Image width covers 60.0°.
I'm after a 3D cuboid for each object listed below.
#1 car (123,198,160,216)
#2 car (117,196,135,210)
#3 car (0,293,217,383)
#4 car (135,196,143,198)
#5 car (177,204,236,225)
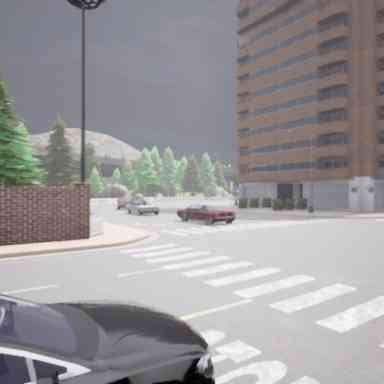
[{"bbox_3d":[-4.798,1.538,32.212,1.895,1.301,4.718,0,0,-30],"label":"car"},{"bbox_3d":[-8.378,1.461,41.778,1.812,1.442,4.674,0,0,-11],"label":"car"},{"bbox_3d":[-2.001,1.492,2.318,4.902,1.511,2.128,0,0,-36],"label":"car"},{"bbox_3d":[-8.706,1.437,52.138,1.837,1.490,4.892,0,0,9],"label":"car"},{"bbox_3d":[0.944,1.538,23.402,1.895,1.301,4.718,0,0,-35],"label":"car"}]
